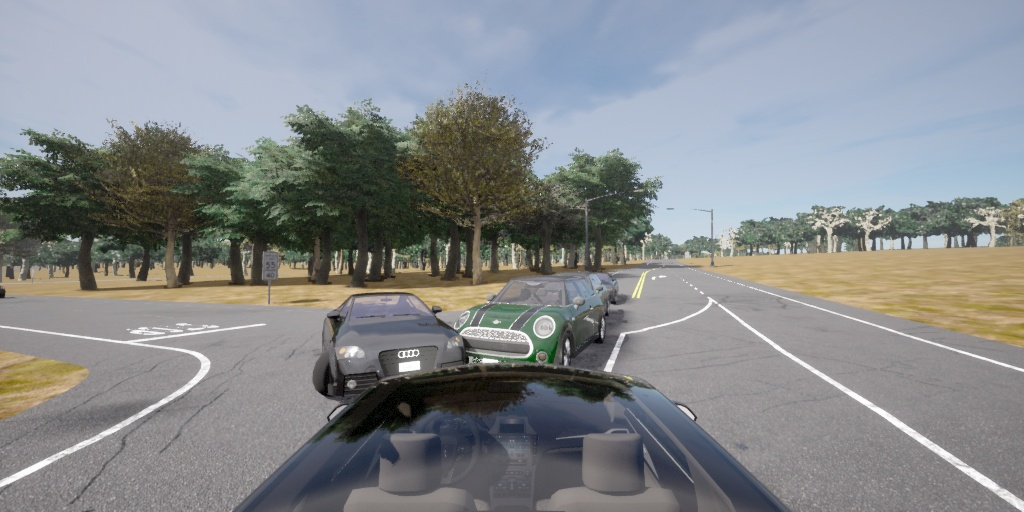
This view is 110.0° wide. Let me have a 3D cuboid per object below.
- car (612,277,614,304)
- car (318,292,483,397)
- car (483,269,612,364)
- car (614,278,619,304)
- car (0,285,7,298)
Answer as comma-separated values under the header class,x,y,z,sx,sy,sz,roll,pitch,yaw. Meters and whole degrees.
class,x,y,z,sx,sy,sz,roll,pitch,yaw
car,2.024,1.344,12.134,2.097,1.767,4.553,-1,-1,21
car,-2.354,1.376,6.616,1.994,1.385,4.181,1,-2,-29
car,0.617,1.218,7.821,2.097,1.767,4.553,-1,-2,26
car,4.217,1.509,17.861,1.994,1.385,4.181,-1,0,19
car,-40.860,2.561,27.378,4.181,1.385,1.994,-2,-3,22
